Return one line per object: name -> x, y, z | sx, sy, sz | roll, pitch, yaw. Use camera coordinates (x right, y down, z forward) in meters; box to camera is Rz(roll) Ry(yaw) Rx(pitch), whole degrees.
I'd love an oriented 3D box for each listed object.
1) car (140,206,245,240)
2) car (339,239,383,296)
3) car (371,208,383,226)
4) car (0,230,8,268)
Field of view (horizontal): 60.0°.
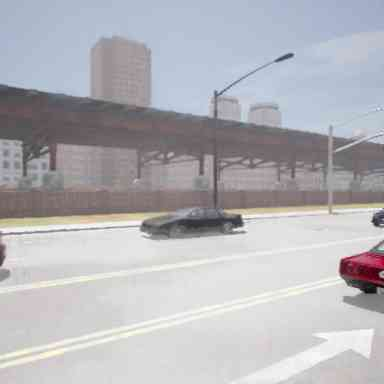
car -> 0.160, 1.424, 16.535 | 5.357, 1.411, 2.033 | 0, 1, -33
car -> 5.439, 1.554, 7.272 | 4.718, 1.301, 1.895 | 0, 1, -32
car -> 12.984, 1.432, 20.558 | 4.181, 1.385, 1.994 | 0, 0, -33
car -> -7.109, 1.408, 7.679 | 5.008, 1.535, 1.882 | 0, 1, -33
